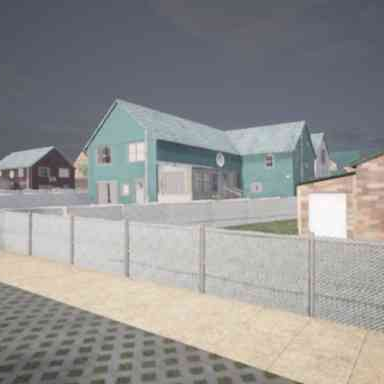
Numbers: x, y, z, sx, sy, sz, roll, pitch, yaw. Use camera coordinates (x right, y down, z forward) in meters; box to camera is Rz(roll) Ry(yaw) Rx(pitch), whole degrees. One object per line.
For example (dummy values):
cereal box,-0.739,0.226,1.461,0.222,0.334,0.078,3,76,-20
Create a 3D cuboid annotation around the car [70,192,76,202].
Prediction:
car,-13.352,0.433,40.415,2.097,1.767,4.553,-1,1,35
